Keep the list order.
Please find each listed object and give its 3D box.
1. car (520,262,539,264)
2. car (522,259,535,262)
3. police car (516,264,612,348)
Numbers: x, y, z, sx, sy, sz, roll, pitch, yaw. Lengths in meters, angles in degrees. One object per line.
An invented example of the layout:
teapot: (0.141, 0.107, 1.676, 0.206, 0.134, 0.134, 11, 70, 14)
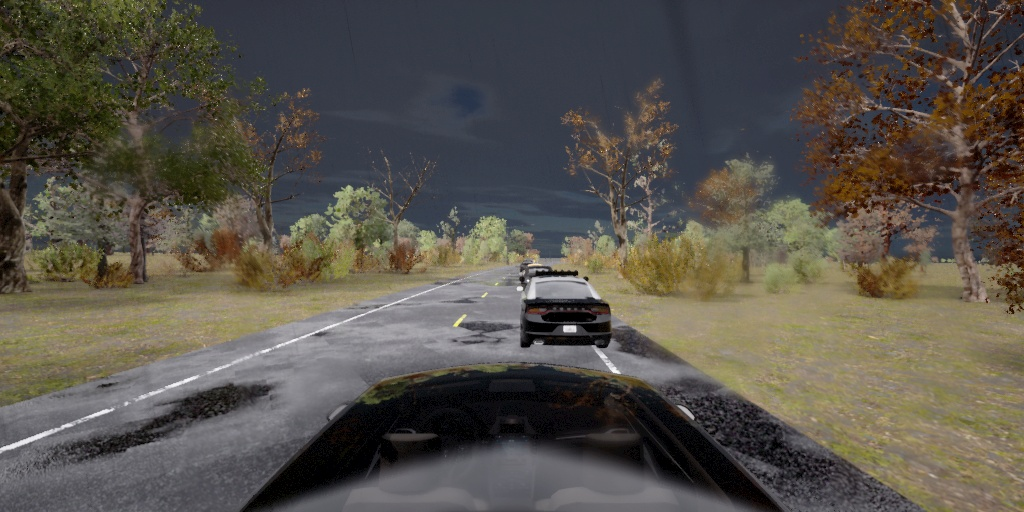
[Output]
car: (1.424, 1.270, 19.219, 1.837, 1.490, 4.892, 0, 0, 2)
car: (1.676, 1.229, 25.377, 1.801, 1.575, 5.366, 0, 0, 3)
police car: (1.148, 1.181, 9.377, 1.930, 1.638, 5.238, 0, 0, 1)
